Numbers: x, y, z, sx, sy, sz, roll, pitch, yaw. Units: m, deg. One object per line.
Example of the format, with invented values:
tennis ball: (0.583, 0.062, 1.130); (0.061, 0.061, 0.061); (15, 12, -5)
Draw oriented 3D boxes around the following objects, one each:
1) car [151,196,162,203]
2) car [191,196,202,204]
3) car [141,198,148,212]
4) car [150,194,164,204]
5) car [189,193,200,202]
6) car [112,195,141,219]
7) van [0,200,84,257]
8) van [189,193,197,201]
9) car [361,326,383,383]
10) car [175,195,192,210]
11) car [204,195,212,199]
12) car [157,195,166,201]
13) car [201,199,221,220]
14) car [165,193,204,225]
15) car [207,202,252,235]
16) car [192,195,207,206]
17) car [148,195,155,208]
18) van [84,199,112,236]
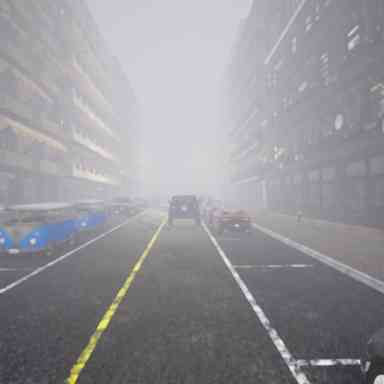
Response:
car: (-7.225, 1.457, 67.794); (1.887, 1.381, 4.507); (1, 0, -2)
car: (0.780, 1.451, 62.438); (1.802, 1.307, 4.206); (1, 0, -2)
car: (-6.258, 1.252, 34.624); (2.192, 1.841, 5.009); (1, 0, -2)
car: (-7.061, 1.226, 62.265); (2.192, 1.841, 5.009); (1, 0, -2)
car: (0.463, 1.188, 73.496); (2.192, 1.841, 5.009); (1, 0, -2)
car: (-6.098, 1.263, 29.097); (2.192, 1.841, 5.009); (1, 0, -2)
van: (-5.617, 1.327, 12.511); (1.690, 1.788, 3.998); (1, 0, -2)
van: (0.302, 1.219, 79.025); (1.690, 1.788, 3.998); (1, 0, -2)
car: (2.577, 1.531, 1.623); (2.008, 1.369, 4.403); (1, 0, -2)
car: (-1.076, 1.248, 41.659); (2.097, 1.767, 4.553); (0, 0, -2)
car: (1.786, 1.346, 29.265); (1.967, 1.590, 4.097); (1, 0, -2)
car: (-7.707, 1.507, 84.381); (1.802, 1.307, 4.206); (1, 0, -2)
car: (1.937, 1.462, 23.736); (1.887, 1.381, 4.507); (1, 0, -2)
car: (-0.561, 1.154, 23.855); (2.150, 2.045, 5.566); (0, 0, -2)
car: (2.097, 1.475, 18.208); (1.887, 1.381, 4.507); (1, 0, -2)
car: (1.102, 1.315, 51.380); (1.967, 1.590, 4.097); (1, 0, -2)
car: (-6.584, 1.487, 45.683); (1.947, 1.339, 4.313); (1, 0, -2)
van: (-5.778, 1.313, 18.041); (1.690, 1.788, 3.998); (1, 0, -2)
